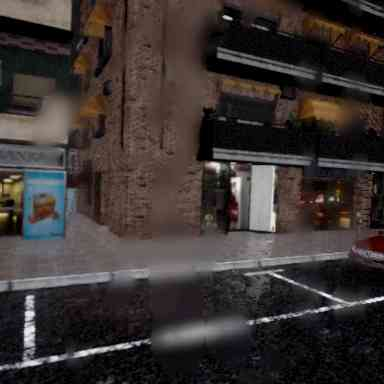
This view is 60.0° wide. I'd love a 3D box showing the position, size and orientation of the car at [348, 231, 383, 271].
[{"bbox_3d":[6.298,1.525,9.238,4.206,1.307,1.802,1,2,-26],"label":"car"}]
